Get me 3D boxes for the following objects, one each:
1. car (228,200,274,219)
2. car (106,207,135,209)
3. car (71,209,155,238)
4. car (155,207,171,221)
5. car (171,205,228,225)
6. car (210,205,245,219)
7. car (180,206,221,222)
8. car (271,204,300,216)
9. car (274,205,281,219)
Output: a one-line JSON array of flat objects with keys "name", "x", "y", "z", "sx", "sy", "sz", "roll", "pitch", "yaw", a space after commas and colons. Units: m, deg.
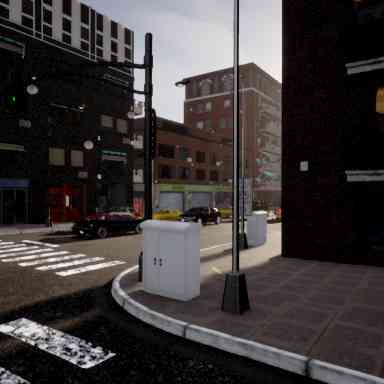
[{"name": "car", "x": 6.380, "y": 1.866, "z": 35.485, "sx": 2.150, "sy": 2.045, "sz": 5.566, "roll": 0, "pitch": -1, "yaw": 35}, {"name": "car", "x": -5.413, "y": 1.758, "z": 23.125, "sx": 1.967, "sy": 1.590, "sz": 4.097, "roll": -1, "pitch": -2, "yaw": 35}, {"name": "car", "x": -4.661, "y": 1.881, "z": 19.647, "sx": 1.895, "sy": 1.301, "sz": 4.718, "roll": 0, "pitch": -1, "yaw": 35}, {"name": "car", "x": -2.352, "y": 1.944, "z": 27.514, "sx": 1.752, "sy": 1.417, "sz": 4.829, "roll": -1, "pitch": -2, "yaw": 35}, {"name": "car", "x": 0.701, "y": 1.962, "z": 27.337, "sx": 1.837, "sy": 1.490, "sz": 4.892, "roll": 0, "pitch": -1, "yaw": 35}, {"name": "car", "x": 3.964, "y": 2.153, "z": 36.577, "sx": 1.752, "sy": 1.417, "sz": 4.829, "roll": -1, "pitch": -2, "yaw": 35}, {"name": "car", "x": 0.903, "y": 2.092, "z": 32.184, "sx": 1.947, "sy": 1.339, "sz": 4.313, "roll": -1, "pitch": -2, "yaw": 35}, {"name": "car", "x": 12.504, "y": 2.394, "z": 44.200, "sx": 2.033, "sy": 1.411, "sz": 5.357, "roll": 0, "pitch": -1, "yaw": 35}, {"name": "car", "x": 11.038, "y": 2.074, "z": 36.578, "sx": 2.097, "sy": 1.767, "sz": 4.553, "roll": 0, "pitch": -1, "yaw": 35}]
